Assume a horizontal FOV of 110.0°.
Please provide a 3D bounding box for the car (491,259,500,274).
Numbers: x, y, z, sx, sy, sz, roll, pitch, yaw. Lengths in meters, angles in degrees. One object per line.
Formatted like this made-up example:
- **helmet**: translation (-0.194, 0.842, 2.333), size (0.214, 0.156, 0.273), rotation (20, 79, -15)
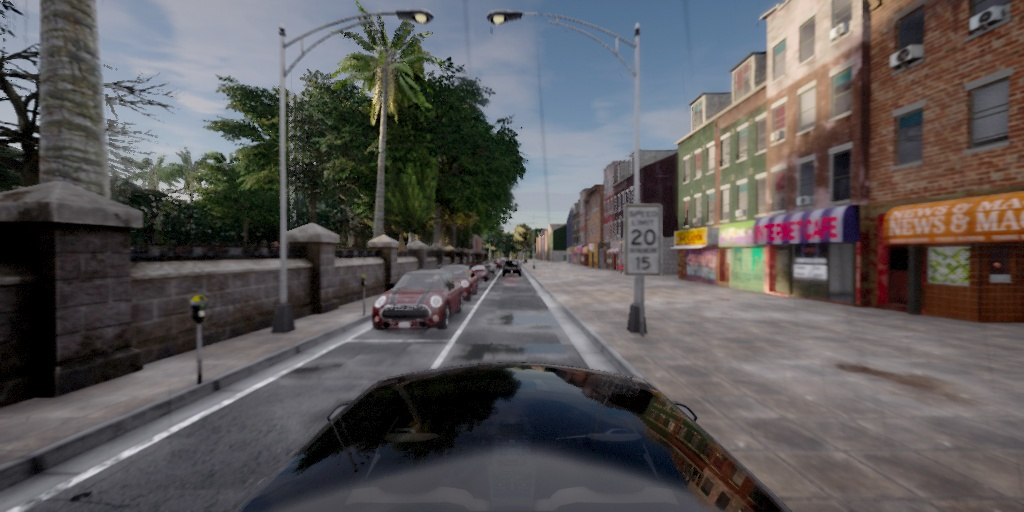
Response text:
- **car**: translation (-2.653, 1.218, 39.261), size (2.007, 1.370, 4.403), rotation (0, 0, 0)

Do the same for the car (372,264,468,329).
- **car**: translation (-2.641, 1.160, 10.819), size (1.967, 1.591, 4.097), rotation (0, 0, 0)

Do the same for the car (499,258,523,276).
- **car**: translation (-0.006, 1.177, 35.401), size (1.837, 1.490, 4.892), rotation (0, 0, 0)

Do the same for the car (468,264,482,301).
- **car**: translation (-2.643, 1.144, 16.507), size (1.967, 1.591, 4.097), rotation (0, 0, 0)

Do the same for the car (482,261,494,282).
- **car**: translation (-2.648, 1.263, 27.884), size (1.802, 1.307, 4.207), rotation (0, 0, 0)
